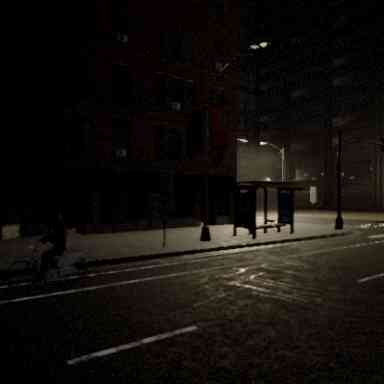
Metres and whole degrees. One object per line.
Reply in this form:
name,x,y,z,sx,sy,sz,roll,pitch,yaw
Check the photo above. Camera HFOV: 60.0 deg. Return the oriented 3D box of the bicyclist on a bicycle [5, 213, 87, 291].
bicyclist on a bicycle,-3.409,1.386,7.887,1.843,1.776,0.659,1,0,-35
